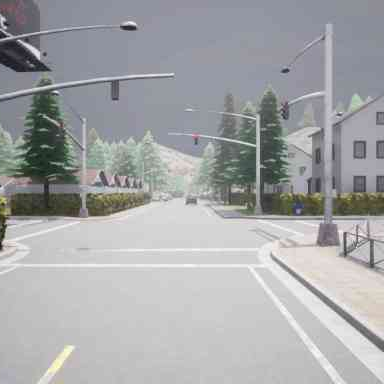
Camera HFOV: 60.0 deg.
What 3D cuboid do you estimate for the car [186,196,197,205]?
[{"bbox_3d":[-0.091,1.505,59.254,1.837,1.490,4.892,0,0,0],"label":"car"}]
